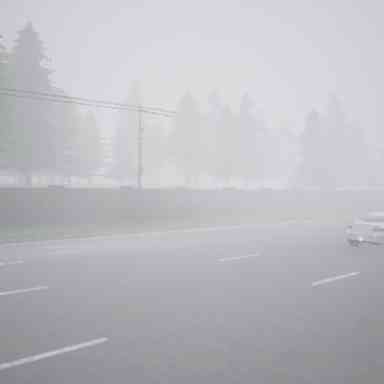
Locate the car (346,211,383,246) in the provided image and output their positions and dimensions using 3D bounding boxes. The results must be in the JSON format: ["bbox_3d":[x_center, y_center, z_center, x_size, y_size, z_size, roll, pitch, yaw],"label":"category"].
[{"bbox_3d":[8.283,1.539,13.946,4.674,1.442,1.812,0,0,-35],"label":"car"}]
